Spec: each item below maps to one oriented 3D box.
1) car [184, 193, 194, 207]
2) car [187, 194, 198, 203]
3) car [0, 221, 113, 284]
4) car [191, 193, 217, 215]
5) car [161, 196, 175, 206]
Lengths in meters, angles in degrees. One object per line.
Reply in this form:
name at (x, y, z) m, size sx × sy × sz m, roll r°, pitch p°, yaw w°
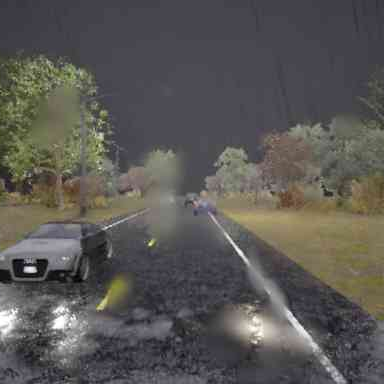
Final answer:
car at (0.005, 1.092, 49.886) m, size 2.150 × 2.045 × 5.566 m, roll 0°, pitch 0°, yaw 0°
car at (0.006, 1.235, 65.922) m, size 2.097 × 1.767 × 4.553 m, roll 0°, pitch 0°, yaw 0°
car at (-3.598, 1.528, 9.377) m, size 1.994 × 1.385 × 4.181 m, roll 0°, pitch 0°, yaw 0°
car at (1.228, 1.254, 32.038) m, size 2.097 × 1.767 × 4.553 m, roll 0°, pitch 0°, yaw 0°
car at (-3.567, 1.395, 51.040) m, size 1.812 × 1.442 × 4.674 m, roll 0°, pitch 0°, yaw 0°
